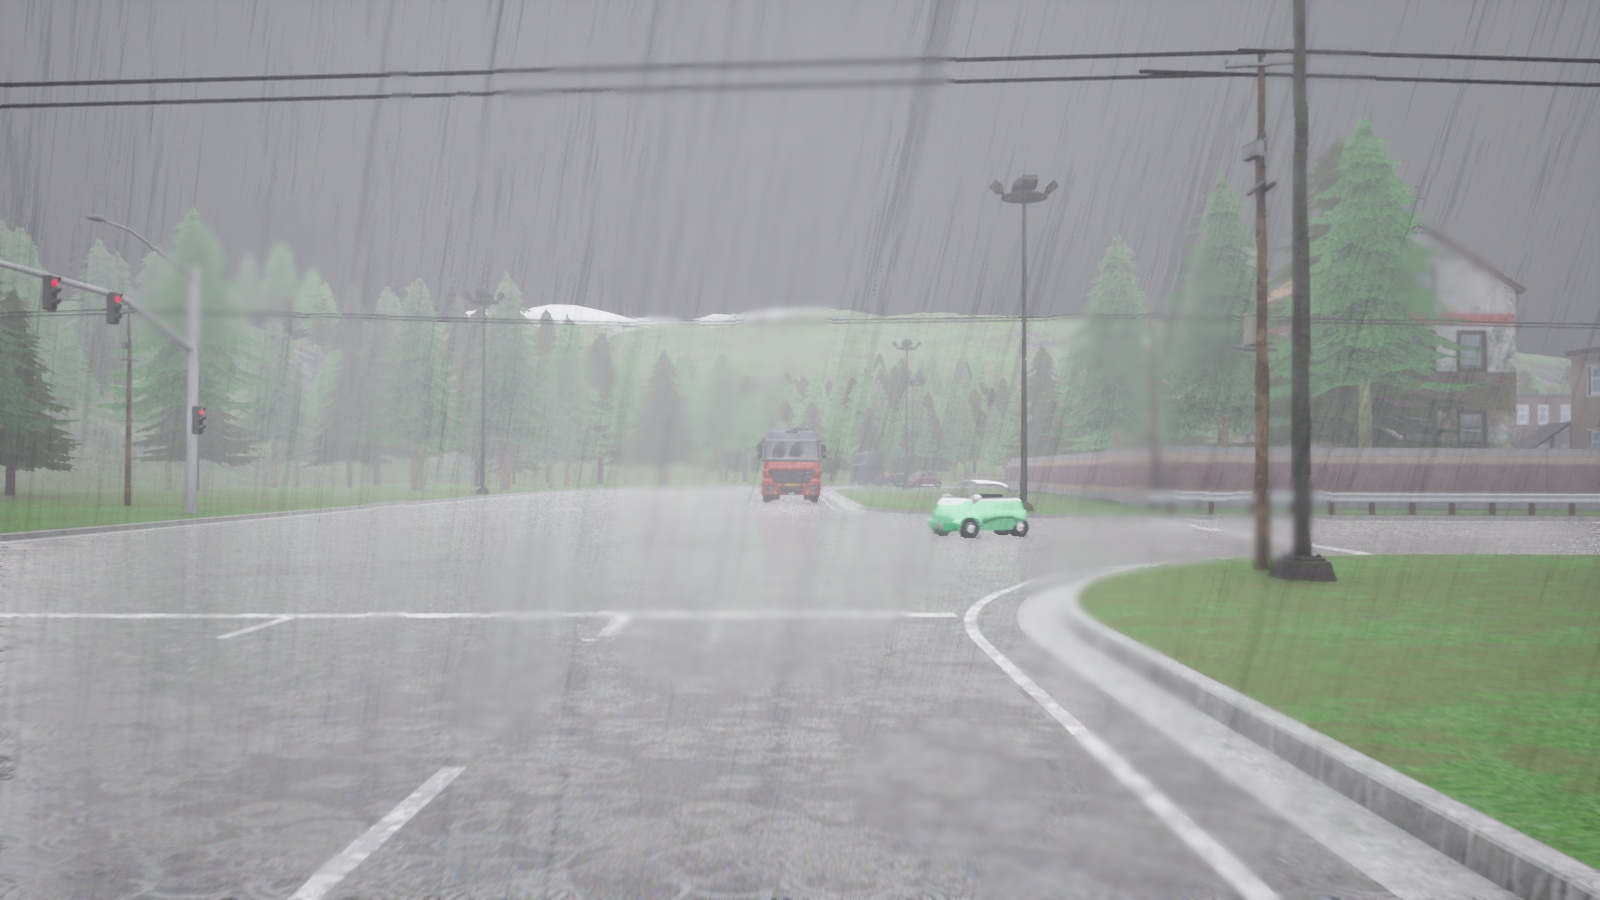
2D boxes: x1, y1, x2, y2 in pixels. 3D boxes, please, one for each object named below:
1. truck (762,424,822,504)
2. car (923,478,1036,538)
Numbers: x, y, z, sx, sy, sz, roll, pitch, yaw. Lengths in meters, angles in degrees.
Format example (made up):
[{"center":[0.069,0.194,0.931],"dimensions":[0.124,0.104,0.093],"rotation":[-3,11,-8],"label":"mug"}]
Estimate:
[{"center":[-0.402,0.738,64.893],"dimensions":[2.891,3.827,8.468],"rotation":[0,-1,0],"label":"truck"},{"center":[4.287,1.356,30.079],"dimensions":[2.207,1.376,1.481],"rotation":[1,-2,-24],"label":"car"}]
